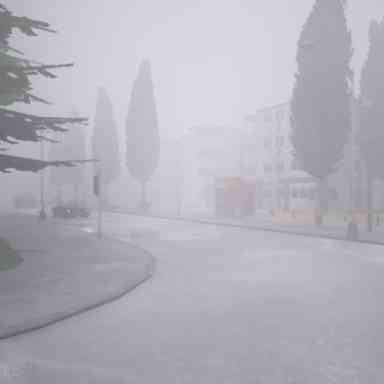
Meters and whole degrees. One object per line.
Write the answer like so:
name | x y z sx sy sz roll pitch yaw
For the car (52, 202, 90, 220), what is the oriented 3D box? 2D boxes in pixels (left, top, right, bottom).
car | -9.944 1.532 27.196 1.895 1.301 4.718 -1 0 -36

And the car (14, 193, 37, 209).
car | -22.849 1.150 45.432 2.150 2.045 5.566 -1 0 -35
